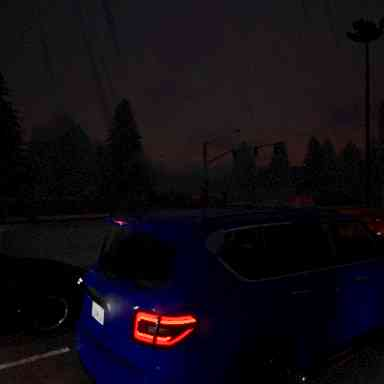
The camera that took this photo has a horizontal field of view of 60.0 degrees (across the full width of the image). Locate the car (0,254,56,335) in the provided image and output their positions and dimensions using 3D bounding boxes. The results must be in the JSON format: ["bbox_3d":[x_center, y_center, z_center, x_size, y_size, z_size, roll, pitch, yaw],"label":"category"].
[{"bbox_3d":[-3.813,1.564,5.318,4.181,1.385,1.994,0,0,-36],"label":"car"}]

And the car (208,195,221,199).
[{"bbox_3d":[1.965,1.347,50.722,1.994,1.385,4.181,-1,0,-35],"label":"car"}]

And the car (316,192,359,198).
[{"bbox_3d":[16.851,0.970,37.802,5.566,2.045,2.150,0,1,42],"label":"car"}]

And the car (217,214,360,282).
[{"bbox_3d":[3.034,1.514,10.178,4.181,1.385,1.994,-1,0,-34],"label":"car"}]

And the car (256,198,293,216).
[{"bbox_3d":[7.858,1.356,31.401,1.812,1.442,4.674,1,1,36],"label":"car"}]

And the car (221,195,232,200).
[{"bbox_3d":[4.311,1.235,53.467,1.882,1.535,5.008,-1,0,-35],"label":"car"}]

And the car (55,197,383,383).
[{"bbox_3d":[1.312,1.205,4.663,5.566,2.045,2.150,-1,0,-35],"label":"car"}]
